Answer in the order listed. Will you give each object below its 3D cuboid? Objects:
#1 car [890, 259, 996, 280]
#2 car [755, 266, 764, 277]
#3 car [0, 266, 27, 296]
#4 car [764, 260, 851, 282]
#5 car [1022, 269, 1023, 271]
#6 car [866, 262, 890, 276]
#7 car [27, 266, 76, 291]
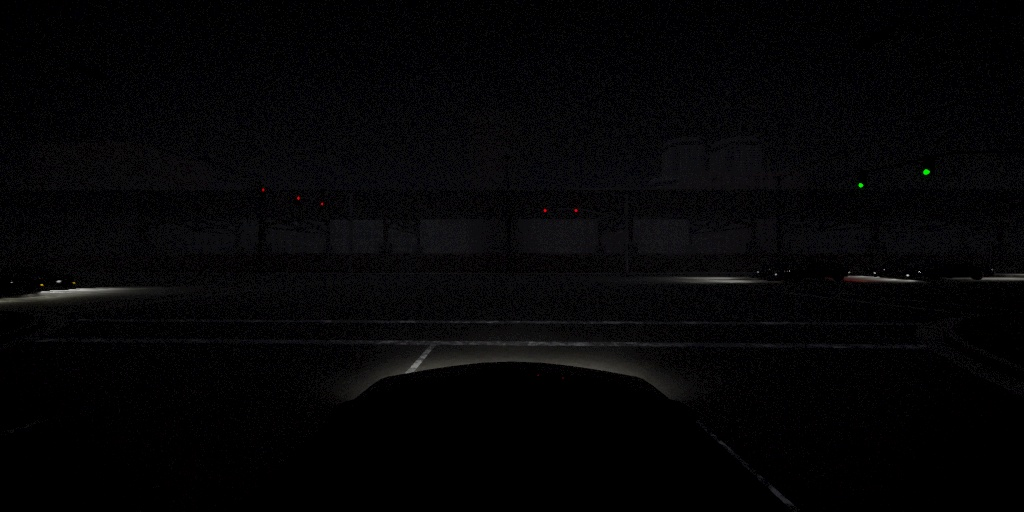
[{"bbox_3d":[31.768,1.010,26.315,5.357,1.411,2.033,-1,0,1],"label":"car"},{"bbox_3d":[23.117,1.056,30.046,4.902,1.511,2.128,-1,0,2],"label":"car"},{"bbox_3d":[-27.089,1.210,17.187,5.008,1.535,1.882,0,0,2],"label":"car"},{"bbox_3d":[22.060,1.070,26.566,4.902,1.511,2.128,-1,0,1],"label":"car"},{"bbox_3d":[45.742,0.772,29.433,5.357,1.411,2.033,-1,0,2],"label":"car"},{"bbox_3d":[32.857,0.991,29.786,5.357,1.411,2.033,-1,0,1],"label":"car"},{"bbox_3d":[-28.101,1.292,20.720,4.181,1.385,1.994,0,0,2],"label":"car"}]
